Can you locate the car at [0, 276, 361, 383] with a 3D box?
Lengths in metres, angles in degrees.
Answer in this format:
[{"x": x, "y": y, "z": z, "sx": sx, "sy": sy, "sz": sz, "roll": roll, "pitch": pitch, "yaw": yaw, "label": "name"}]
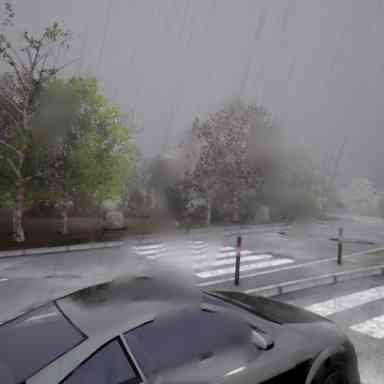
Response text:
[{"x": -0.263, "y": 1.566, "z": 3.146, "sx": 4.181, "sy": 1.385, "sz": 1.994, "roll": 0, "pitch": 0, "yaw": -35, "label": "car"}]
